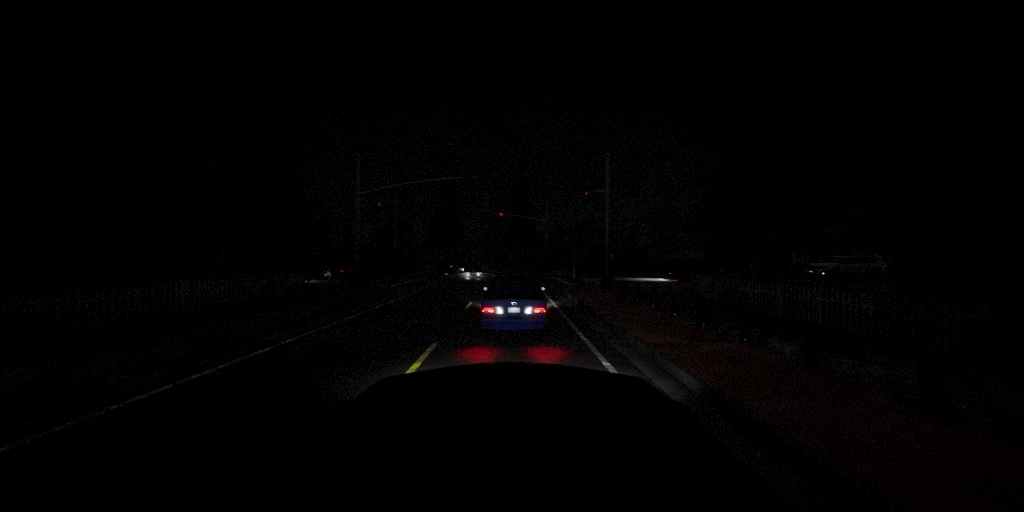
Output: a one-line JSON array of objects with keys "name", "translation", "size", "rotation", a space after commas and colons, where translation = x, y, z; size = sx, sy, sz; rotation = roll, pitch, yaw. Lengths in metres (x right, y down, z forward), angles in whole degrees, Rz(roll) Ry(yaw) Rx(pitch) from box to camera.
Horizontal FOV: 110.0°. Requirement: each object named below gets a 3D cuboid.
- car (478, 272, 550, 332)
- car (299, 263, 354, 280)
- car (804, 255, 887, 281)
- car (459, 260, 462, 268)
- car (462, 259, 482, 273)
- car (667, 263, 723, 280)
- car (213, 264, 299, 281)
[{"name": "car", "translation": [0.065, 1.297, 10.800], "size": [2.033, 1.411, 5.357], "rotation": [0, 0, 0]}, {"name": "car", "translation": [-16.428, 1.282, 30.779], "size": [5.357, 1.411, 2.033], "rotation": [0, 0, 8]}, {"name": "car", "translation": [27.692, 0.954, 29.841], "size": [5.566, 2.045, 2.150], "rotation": [0, 0, 1]}, {"name": "car", "translation": [-7.343, 1.222, 58.106], "size": [1.837, 1.490, 4.892], "rotation": [0, 0, -18]}, {"name": "car", "translation": [-4.628, 1.279, 43.144], "size": [1.994, 1.385, 4.181], "rotation": [0, 0, -4]}, {"name": "car", "translation": [15.324, 1.299, 30.211], "size": [4.181, 1.385, 1.994], "rotation": [0, 0, 2]}, {"name": "car", "translation": [-19.834, 1.282, 27.549], "size": [5.357, 1.411, 2.033], "rotation": [0, 0, 2]}]
